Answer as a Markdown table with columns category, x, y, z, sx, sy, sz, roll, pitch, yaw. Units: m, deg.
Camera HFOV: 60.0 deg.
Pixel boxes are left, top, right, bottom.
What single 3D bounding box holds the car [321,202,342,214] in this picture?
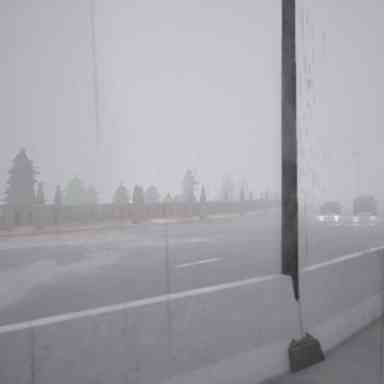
| category | x | y | z | sx | sy | sz | roll | pitch | yaw |
| --- | --- | --- | --- | --- | --- | --- | --- | --- | --- |
| car | 16.175 | 1.809 | 38.477 | 1.895 | 1.301 | 4.718 | 0 | -1 | 29 |

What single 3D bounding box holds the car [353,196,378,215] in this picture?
| category | x | y | z | sx | sy | sz | roll | pitch | yaw |
| --- | --- | --- | --- | --- | --- | --- | --- | --- | --- |
| car | 18.957 | 1.409 | 36.309 | 2.150 | 2.045 | 5.566 | 0 | -1 | 30 |
